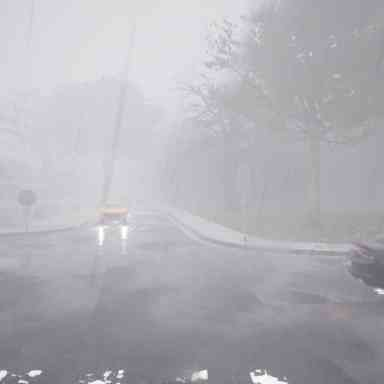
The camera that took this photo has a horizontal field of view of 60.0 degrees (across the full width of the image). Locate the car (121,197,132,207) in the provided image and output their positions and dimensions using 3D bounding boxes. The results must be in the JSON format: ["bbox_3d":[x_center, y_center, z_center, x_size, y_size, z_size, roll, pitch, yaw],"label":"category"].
[{"bbox_3d":[-7.998,1.498,37.439,2.128,1.511,4.902,0,0,-10],"label":"car"}]

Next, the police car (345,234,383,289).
[{"bbox_3d":[6.177,1.450,7.160,5.238,1.638,1.930,0,-1,13],"label":"police car"}]

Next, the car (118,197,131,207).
[{"bbox_3d":[-10.690,1.595,53.089,1.837,1.490,4.892,0,-1,-10],"label":"car"}]

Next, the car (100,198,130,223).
[{"bbox_3d":[-5.928,1.463,25.511,1.882,1.535,5.008,0,0,-10],"label":"car"}]

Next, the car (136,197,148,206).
[{"bbox_3d":[-8.547,1.612,57.220,2.128,1.511,4.902,0,0,-10],"label":"car"}]

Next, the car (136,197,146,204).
[{"bbox_3d":[-10.338,1.788,67.515,1.895,1.301,4.718,0,0,-10],"label":"car"}]
